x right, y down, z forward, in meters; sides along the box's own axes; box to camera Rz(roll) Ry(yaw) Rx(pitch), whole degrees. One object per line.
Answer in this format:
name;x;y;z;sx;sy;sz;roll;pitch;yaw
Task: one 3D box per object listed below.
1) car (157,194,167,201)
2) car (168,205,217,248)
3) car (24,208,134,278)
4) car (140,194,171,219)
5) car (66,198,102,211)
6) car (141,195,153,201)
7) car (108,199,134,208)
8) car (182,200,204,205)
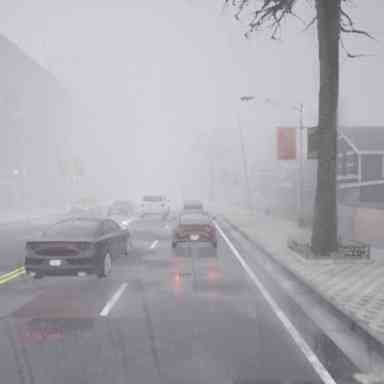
car;-6.486;1.193;72.350;1.837;1.490;4.892;0;0;0
car;0.102;1.520;14.745;1.812;1.442;4.674;0;0;0
car;-3.147;1.475;10.139;1.882;1.535;5.008;0;0;0
car;-3.144;1.204;29.060;2.150;2.045;5.566;0;0;0
car;-9.839;1.333;30.585;2.097;1.767;4.553;0;0;0
car;-9.736;1.311;71.905;1.895;1.301;4.718;0;0;0
car;-6.590;1.485;30.955;1.837;1.490;4.892;0;0;0
car;0.108;1.458;31.416;1.882;1.535;5.008;0;0;0
